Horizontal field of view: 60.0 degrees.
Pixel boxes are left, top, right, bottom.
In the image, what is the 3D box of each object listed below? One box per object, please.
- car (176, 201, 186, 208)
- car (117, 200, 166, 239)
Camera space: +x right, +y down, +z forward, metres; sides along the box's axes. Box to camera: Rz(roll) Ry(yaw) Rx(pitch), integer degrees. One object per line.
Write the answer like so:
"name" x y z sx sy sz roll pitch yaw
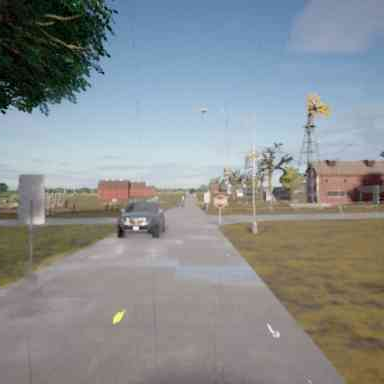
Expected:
"car" -2.753 3.025 78.149 2.033 1.411 5.357 0 -2 0
"car" -2.781 1.506 19.364 2.150 2.045 5.566 0 -1 1
